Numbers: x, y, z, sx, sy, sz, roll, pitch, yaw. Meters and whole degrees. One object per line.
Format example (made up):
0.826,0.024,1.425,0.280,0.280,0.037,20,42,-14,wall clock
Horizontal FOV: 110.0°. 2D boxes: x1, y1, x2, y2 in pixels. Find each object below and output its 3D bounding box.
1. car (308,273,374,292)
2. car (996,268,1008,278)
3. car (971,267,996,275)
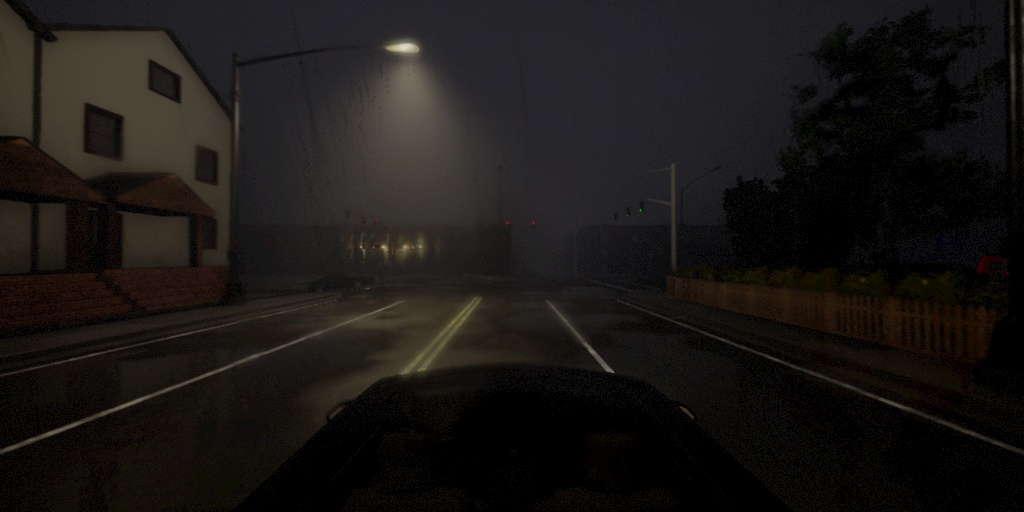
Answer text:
-13.870,2.090,29.248,5.008,1.535,1.882,-9,0,-1,car
43.668,1.624,29.536,4.674,1.442,1.812,0,-1,0,car
43.411,1.715,33.058,4.181,1.385,1.994,0,-1,0,car
